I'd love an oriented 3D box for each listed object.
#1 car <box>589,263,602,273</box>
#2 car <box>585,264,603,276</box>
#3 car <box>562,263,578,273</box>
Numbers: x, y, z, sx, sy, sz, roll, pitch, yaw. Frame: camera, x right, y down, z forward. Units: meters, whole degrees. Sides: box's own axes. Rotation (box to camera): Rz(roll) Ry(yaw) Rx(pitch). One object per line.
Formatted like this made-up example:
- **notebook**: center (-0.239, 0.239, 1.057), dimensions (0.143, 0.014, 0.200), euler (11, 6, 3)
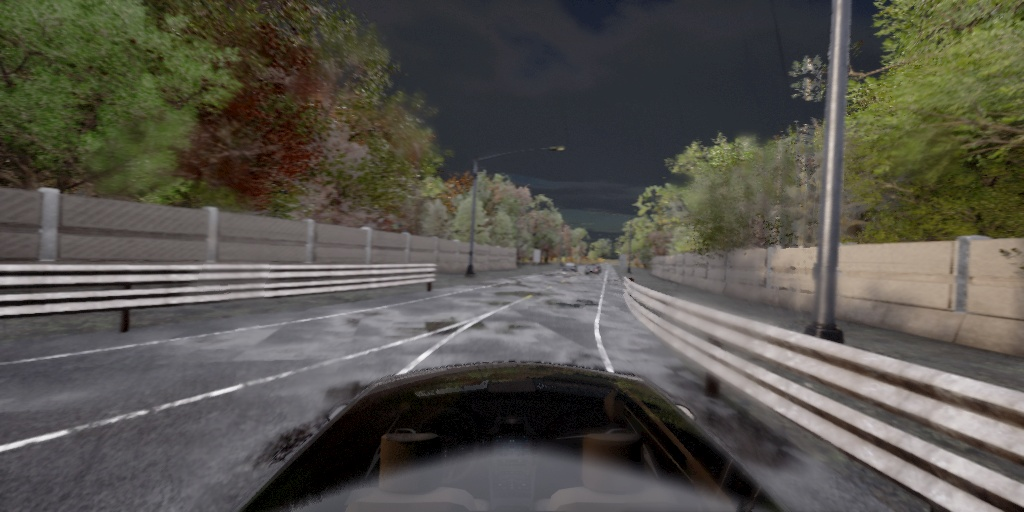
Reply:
- **car**: center (13.718, 1.978, 58.914), dimensions (1.837, 1.490, 4.892), euler (3, 0, 15)
- **car**: center (10.729, 1.858, 47.912), dimensions (2.033, 1.411, 5.357), euler (3, -1, 15)
- **car**: center (8.835, 1.739, 54.454), dimensions (1.812, 1.442, 4.674), euler (3, 0, 16)
